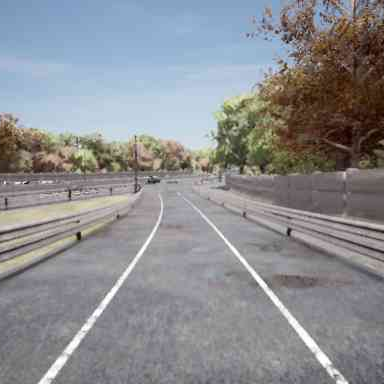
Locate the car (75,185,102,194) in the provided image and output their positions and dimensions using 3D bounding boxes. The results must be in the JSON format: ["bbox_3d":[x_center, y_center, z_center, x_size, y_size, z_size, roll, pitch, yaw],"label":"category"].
[{"bbox_3d":[-17.354,-0.295,57.445,1.882,1.535,5.008,1,4,19],"label":"car"}]

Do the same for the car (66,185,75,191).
[{"bbox_3d":[-22.186,-0.709,64.904,2.033,1.411,5.357,1,4,19],"label":"car"}]
